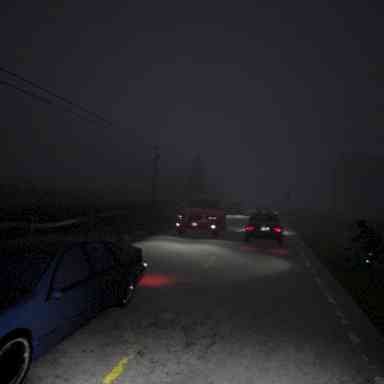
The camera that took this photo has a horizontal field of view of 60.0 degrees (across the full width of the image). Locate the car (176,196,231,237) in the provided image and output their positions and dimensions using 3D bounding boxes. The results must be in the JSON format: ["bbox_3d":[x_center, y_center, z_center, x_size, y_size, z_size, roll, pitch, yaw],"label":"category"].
[{"bbox_3d":[0.726,1.301,19.319,2.150,2.045,5.566,3,0,12],"label":"car"}]

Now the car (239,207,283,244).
[{"bbox_3d":[3.765,1.758,17.424,2.033,1.411,5.357,3,0,12],"label":"car"}]

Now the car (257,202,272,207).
[{"bbox_3d":[9.107,2.036,42.068,1.812,1.442,4.674,3,0,12],"label":"car"}]

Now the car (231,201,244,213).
[{"bbox_3d":[4.921,1.821,38.340,1.837,1.490,4.892,3,-1,13],"label":"car"}]

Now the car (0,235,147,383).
[{"bbox_3d":[-2.381,1.453,5.307,2.033,1.411,5.357,3,0,13],"label":"car"}]

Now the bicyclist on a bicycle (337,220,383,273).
[{"bbox_3d":[5.514,1.724,10.588,1.656,1.620,0.582,3,0,12],"label":"bicyclist on a bicycle"}]
